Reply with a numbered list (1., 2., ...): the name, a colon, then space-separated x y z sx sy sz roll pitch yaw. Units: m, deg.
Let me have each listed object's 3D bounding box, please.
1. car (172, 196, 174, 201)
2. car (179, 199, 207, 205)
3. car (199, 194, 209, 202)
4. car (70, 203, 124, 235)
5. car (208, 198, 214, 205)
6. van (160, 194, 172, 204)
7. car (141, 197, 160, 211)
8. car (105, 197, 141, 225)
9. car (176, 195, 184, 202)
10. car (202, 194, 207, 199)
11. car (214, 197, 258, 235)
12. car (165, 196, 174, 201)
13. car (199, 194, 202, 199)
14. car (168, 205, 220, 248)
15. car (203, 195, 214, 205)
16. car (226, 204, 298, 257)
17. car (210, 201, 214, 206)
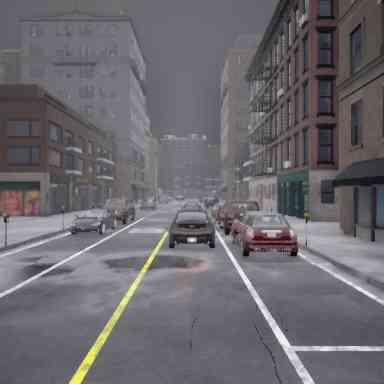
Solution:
1. car: -5.387 1.557 75.201 2.008 1.369 4.403 0 0 0
2. car: 0.000 1.573 29.650 1.994 1.385 4.181 0 0 0
3. car: 2.638 1.321 75.201 2.192 1.841 5.009 0 0 0
4. car: -5.387 1.550 18.582 2.008 1.369 4.403 0 0 0
5. car: 2.638 1.525 30.075 1.752 1.417 4.829 0 0 0
6. van: -5.387 1.345 63.877 1.690 1.788 3.998 0 0 0
7. car: -5.387 1.583 41.230 1.802 1.307 4.206 0 0 0
8. car: -5.387 1.315 24.244 2.192 1.841 5.009 0 0 0
9. car: -2.750 1.441 76.729 1.882 1.535 5.008 0 0 0
10. car: 3.015 1.480 54.926 1.882 1.535 5.008 0 0 0
11. car: 2.638 1.314 18.581 2.192 1.841 5.009 0 0 0
12. car: -5.387 1.573 80.863 1.947 1.339 4.313 0 0 0
13. car: 2.638 1.571 69.539 1.947 1.339 4.313 0 0 0
14. car: 0.000 1.516 14.650 1.837 1.490 4.892 0 0 0
15. car: 3.021 1.505 47.926 1.837 1.490 4.892 0 0 0
16. car: 2.638 1.439 12.919 1.967 1.590 4.097 0 0 0
17. car: 2.638 1.565 24.244 1.947 1.339 4.313 0 0 0
